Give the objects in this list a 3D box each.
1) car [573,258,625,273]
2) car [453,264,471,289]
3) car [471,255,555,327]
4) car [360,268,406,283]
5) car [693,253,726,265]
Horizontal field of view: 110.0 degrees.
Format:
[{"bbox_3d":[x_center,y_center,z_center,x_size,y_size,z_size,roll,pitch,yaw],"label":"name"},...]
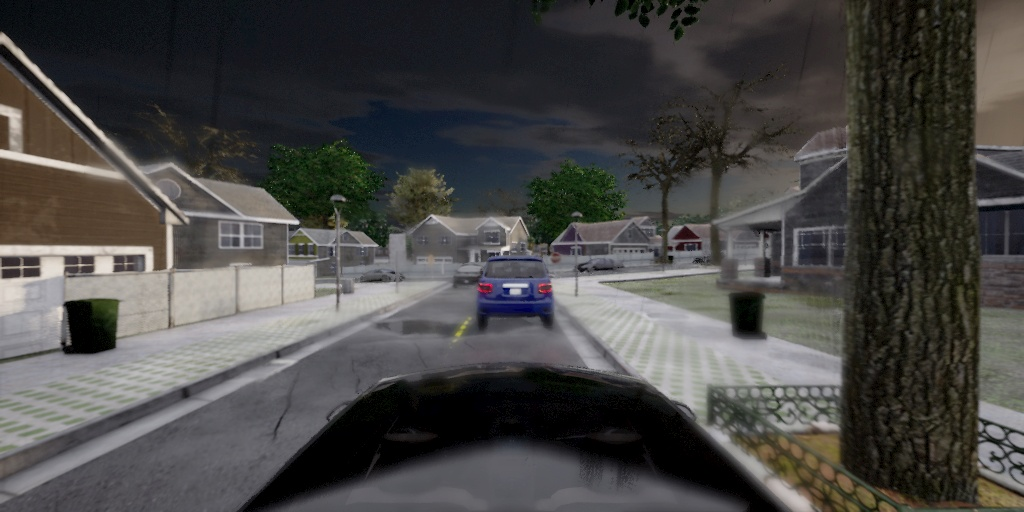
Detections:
[{"bbox_3d":[8.909,0.924,36.567,5.357,1.411,2.033,-3,2,-23],"label":"car"},{"bbox_3d":[-2.769,1.297,24.265,1.882,1.535,5.008,0,0,0],"label":"car"},{"bbox_3d":[0.092,1.003,11.820,2.150,2.045,5.566,0,0,0],"label":"car"},{"bbox_3d":[-11.998,1.856,33.390,4.181,1.385,1.994,-2,0,21],"label":"car"},{"bbox_3d":[24.629,0.280,43.902,5.357,1.411,2.033,-2,2,-25],"label":"car"}]
